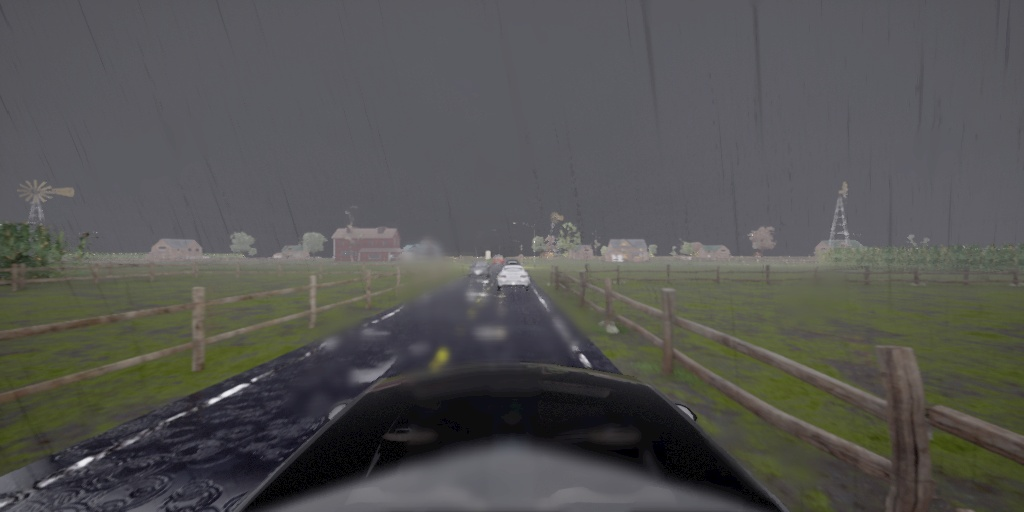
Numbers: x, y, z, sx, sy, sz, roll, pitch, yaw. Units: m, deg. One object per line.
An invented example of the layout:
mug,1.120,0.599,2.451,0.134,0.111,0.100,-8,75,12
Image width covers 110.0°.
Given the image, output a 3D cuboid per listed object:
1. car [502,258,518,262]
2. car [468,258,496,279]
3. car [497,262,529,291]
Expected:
car,0.085,1.232,44.048,1.837,1.490,4.892,0,0,0
car,-2.853,1.226,32.687,2.128,1.511,4.902,0,0,0
car,0.081,1.267,21.869,1.812,1.442,4.674,0,0,0
